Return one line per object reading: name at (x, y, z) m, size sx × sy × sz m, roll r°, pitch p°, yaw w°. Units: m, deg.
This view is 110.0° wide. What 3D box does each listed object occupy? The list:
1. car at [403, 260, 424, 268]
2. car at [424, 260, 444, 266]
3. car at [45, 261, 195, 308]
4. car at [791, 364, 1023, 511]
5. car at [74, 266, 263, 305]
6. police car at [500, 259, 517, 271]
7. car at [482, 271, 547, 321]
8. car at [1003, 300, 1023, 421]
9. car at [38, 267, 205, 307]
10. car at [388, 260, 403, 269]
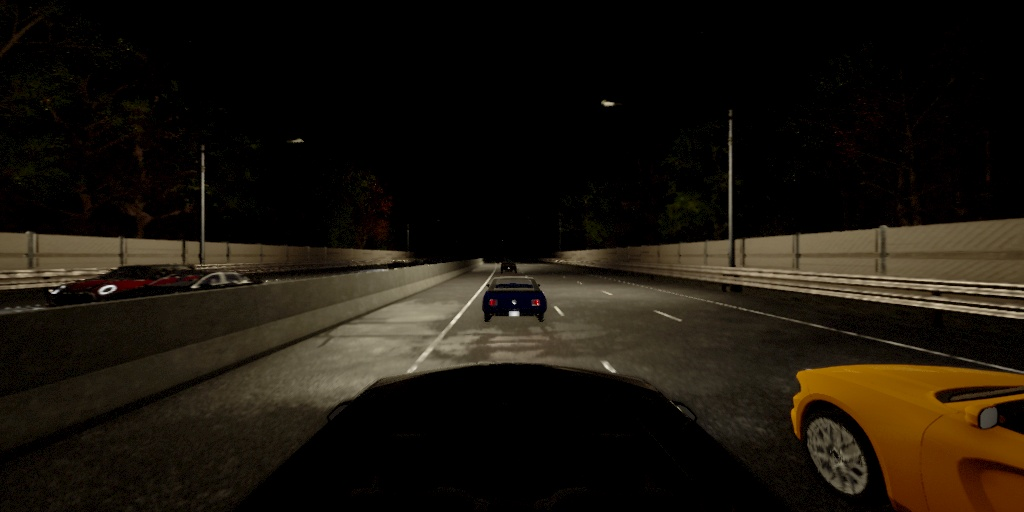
car at (-14.910, 1.315, 56.093) m, size 2.033 × 1.411 × 5.357 m, roll 0°, pitch 0°, yaw -1°
car at (-11.367, 1.315, 54.436) m, size 2.033 × 1.411 × 5.357 m, roll 0°, pitch 0°, yaw -1°
car at (-14.155, 1.110, 13.707) m, size 2.097 × 1.767 × 4.553 m, roll 0°, pitch 0°, yaw 0°
car at (3.591, 1.226, 1.356) m, size 1.882 × 1.535 × 5.008 m, roll 0°, pitch 0°, yaw 0°
car at (-10.644, 1.248, 12.082) m, size 2.128 × 1.511 × 4.902 m, roll 0°, pitch 0°, yaw 0°
police car at (-0.433, 1.191, 44.169) m, size 1.930 × 1.638 × 5.238 m, roll 0°, pitch 0°, yaw -1°
car at (0.055, 1.355, 12.421) m, size 1.895 × 1.301 × 4.718 m, roll 0°, pitch 0°, yaw 0°
car at (7.091, 1.274, 2.177) m, size 1.812 × 1.442 × 4.674 m, roll 0°, pitch 0°, yaw 0°
car at (-17.680, 1.307, 16.818) m, size 2.033 × 1.411 × 5.357 m, roll 0°, pitch 0°, yaw -1°
car at (-18.457, 1.369, 57.685) m, size 1.895 × 1.301 × 4.718 m, roll 0°, pitch 0°, yaw -1°
